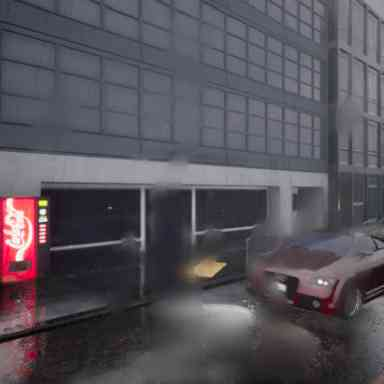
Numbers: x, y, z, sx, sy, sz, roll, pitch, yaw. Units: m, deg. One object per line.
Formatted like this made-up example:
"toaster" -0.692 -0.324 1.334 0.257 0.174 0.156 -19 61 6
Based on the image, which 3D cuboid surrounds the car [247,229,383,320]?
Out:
"car" 3.134 1.562 7.380 4.181 1.385 1.994 0 0 -40
